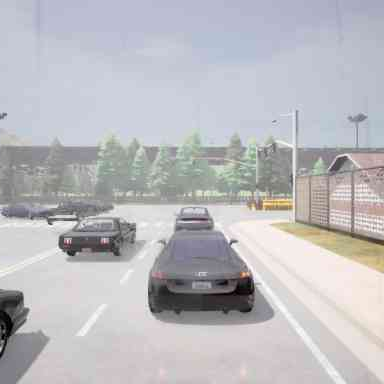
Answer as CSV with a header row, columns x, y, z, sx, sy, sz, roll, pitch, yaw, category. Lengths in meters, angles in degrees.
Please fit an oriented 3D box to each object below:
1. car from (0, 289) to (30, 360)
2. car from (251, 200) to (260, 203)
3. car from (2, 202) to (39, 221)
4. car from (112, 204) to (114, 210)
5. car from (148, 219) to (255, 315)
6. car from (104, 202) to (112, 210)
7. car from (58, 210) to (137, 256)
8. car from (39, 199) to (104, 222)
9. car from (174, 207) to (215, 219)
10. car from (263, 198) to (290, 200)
x,y,z,sx,sy,sz,roll,pitch,yaw,category
-3.399,1.547,2.602,2.033,1.411,5.357,0,0,0,car
11.749,1.601,52.386,4.718,1.301,1.895,0,0,-2,car
-13.653,1.547,27.722,5.357,1.411,2.033,0,0,32,car
-11.311,1.493,37.468,4.902,1.511,2.128,0,0,-2,car
0.147,1.564,7.677,1.994,1.385,4.181,0,0,-1,car
-11.104,1.507,33.973,4.892,1.490,1.837,-1,0,-2,car
-3.399,1.601,12.997,1.895,1.301,4.718,0,0,0,car
-6.998,1.210,19.904,1.895,1.301,4.718,0,0,0,car
0.118,1.492,16.580,2.128,1.511,4.902,0,0,1,car
12.287,1.601,45.367,4.718,1.301,1.895,0,0,-3,car
